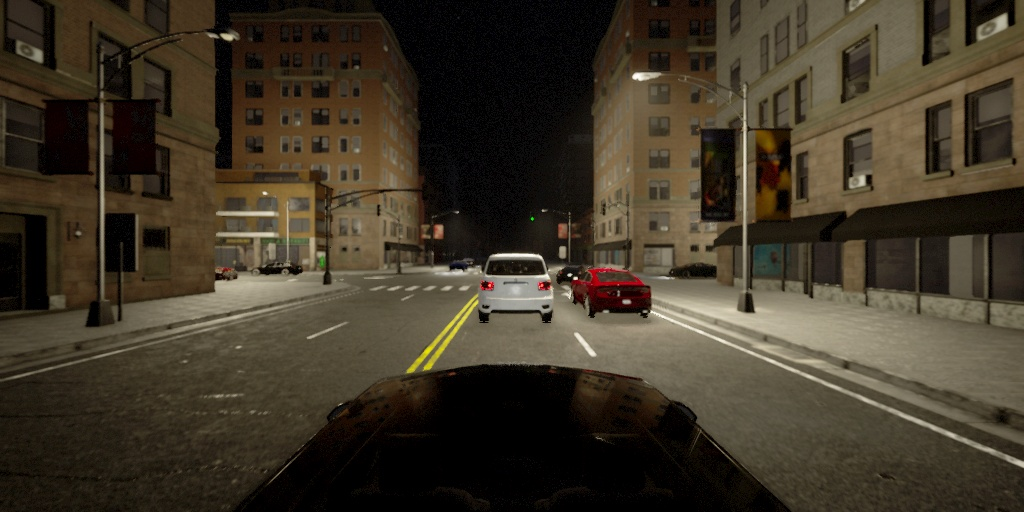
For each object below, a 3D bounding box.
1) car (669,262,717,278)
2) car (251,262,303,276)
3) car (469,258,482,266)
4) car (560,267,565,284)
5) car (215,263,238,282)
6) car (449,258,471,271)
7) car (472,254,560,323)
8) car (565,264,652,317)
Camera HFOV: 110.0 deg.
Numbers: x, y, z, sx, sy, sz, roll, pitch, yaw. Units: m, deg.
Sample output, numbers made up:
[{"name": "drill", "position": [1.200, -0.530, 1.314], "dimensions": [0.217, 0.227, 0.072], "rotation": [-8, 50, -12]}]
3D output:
[{"name": "car", "position": [16.039, 1.235, 31.458], "dimensions": [4.181, 1.385, 1.994], "rotation": [0, 0, 0]}, {"name": "car", "position": [-22.119, 1.202, 33.847], "dimensions": [4.313, 1.339, 1.948], "rotation": [0, 0, 0]}, {"name": "car", "position": [-6.496, 1.058, 64.204], "dimensions": [1.994, 1.385, 4.181], "rotation": [0, 0, 0]}, {"name": "car", "position": [4.635, 1.220, 25.482], "dimensions": [1.994, 1.385, 4.181], "rotation": [0, 0, 23]}, {"name": "car", "position": [-22.162, 1.077, 25.822], "dimensions": [4.097, 1.591, 1.967], "rotation": [0, 0, 0]}, {"name": "car", "position": [-6.592, 1.179, 44.406], "dimensions": [1.895, 1.301, 4.718], "rotation": [0, 0, 0]}, {"name": "car", "position": [0.103, 0.932, 12.151], "dimensions": [2.150, 2.045, 5.566], "rotation": [0, 1, 0]}, {"name": "car", "position": [3.354, 1.183, 12.947], "dimensions": [1.882, 1.535, 5.008], "rotation": [0, 0, 0]}]
